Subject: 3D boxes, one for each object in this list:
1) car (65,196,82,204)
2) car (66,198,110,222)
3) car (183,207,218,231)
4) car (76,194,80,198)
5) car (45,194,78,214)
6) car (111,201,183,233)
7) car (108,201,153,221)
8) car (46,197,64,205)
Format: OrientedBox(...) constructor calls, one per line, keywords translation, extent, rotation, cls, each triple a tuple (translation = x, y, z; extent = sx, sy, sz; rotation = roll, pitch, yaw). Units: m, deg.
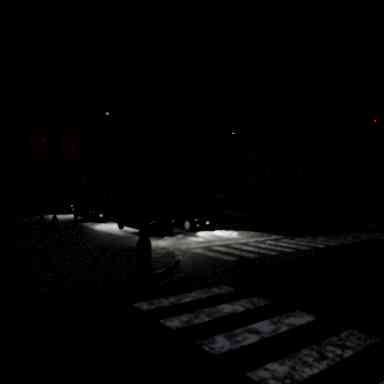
OrientedBox(translation=(-23.399, 1.591, 65.448), extent=(1.882, 1.535, 5.008), rotation=(1, 0, -36), cls="car")
OrientedBox(translation=(-8.431, 1.562, 27.650), extent=(2.128, 1.511, 4.902), rotation=(1, 0, -36), cls="car")
OrientedBox(translation=(-0.197, 1.684, 21.785), extent=(1.994, 1.385, 4.181), rotation=(1, 0, -35), cls="car")
OrientedBox(translation=(-20.299, 1.316, 55.576), extent=(2.150, 2.045, 5.566), rotation=(1, 0, -35), cls="car")
OrientedBox(translation=(-14.325, 1.407, 35.853), extent=(2.097, 1.767, 4.553), rotation=(1, 0, -36), cls="car")
OrientedBox(translation=(-2.880, 1.563, 19.938), extent=(1.882, 1.535, 5.008), rotation=(1, 0, -36), cls="car")
OrientedBox(translation=(-5.455, 1.583, 29.077), extent=(1.882, 1.535, 5.008), rotation=(1, 0, -36), cls="car")
OrientedBox(translation=(-26.448, 1.624, 64.115), extent=(2.033, 1.411, 5.357), rotation=(1, 0, -36), cls="car")
